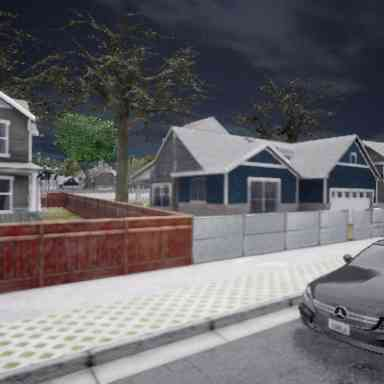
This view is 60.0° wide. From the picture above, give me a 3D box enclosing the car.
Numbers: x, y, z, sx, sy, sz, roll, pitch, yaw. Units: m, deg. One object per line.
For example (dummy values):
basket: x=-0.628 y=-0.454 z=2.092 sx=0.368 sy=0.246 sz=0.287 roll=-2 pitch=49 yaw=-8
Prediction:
car: x=3.871 y=1.566 z=5.808 sx=4.674 sy=1.442 sz=1.812 roll=1 pitch=0 yaw=-35
